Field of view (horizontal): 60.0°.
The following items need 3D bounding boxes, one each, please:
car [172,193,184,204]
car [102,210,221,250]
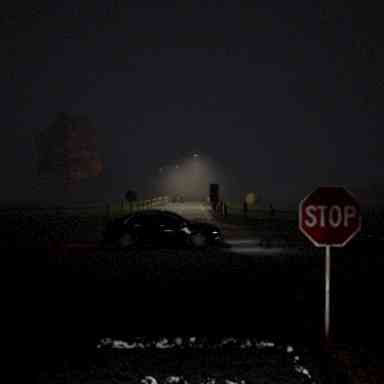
[{"bbox_3d":[-2.690,1.263,65.988,2.150,2.045,5.566,0,0,0],"label":"car"},{"bbox_3d":[-1.244,1.539,13.971,4.892,1.490,1.837,0,1,-1],"label":"car"}]
